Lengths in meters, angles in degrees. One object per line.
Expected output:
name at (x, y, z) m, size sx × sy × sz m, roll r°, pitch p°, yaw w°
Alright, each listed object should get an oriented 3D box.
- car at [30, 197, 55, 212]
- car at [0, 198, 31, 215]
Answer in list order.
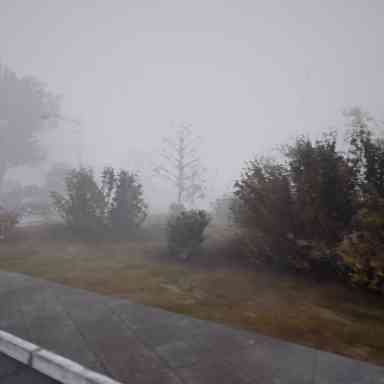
car at (-16.167, 1.324, 33.975) m, size 1.837 × 1.490 × 4.892 m, roll 1°, pitch -2°, yaw 20°
car at (-13.570, 1.236, 21.357) m, size 2.033 × 1.411 × 5.357 m, roll 1°, pitch 0°, yaw 26°
